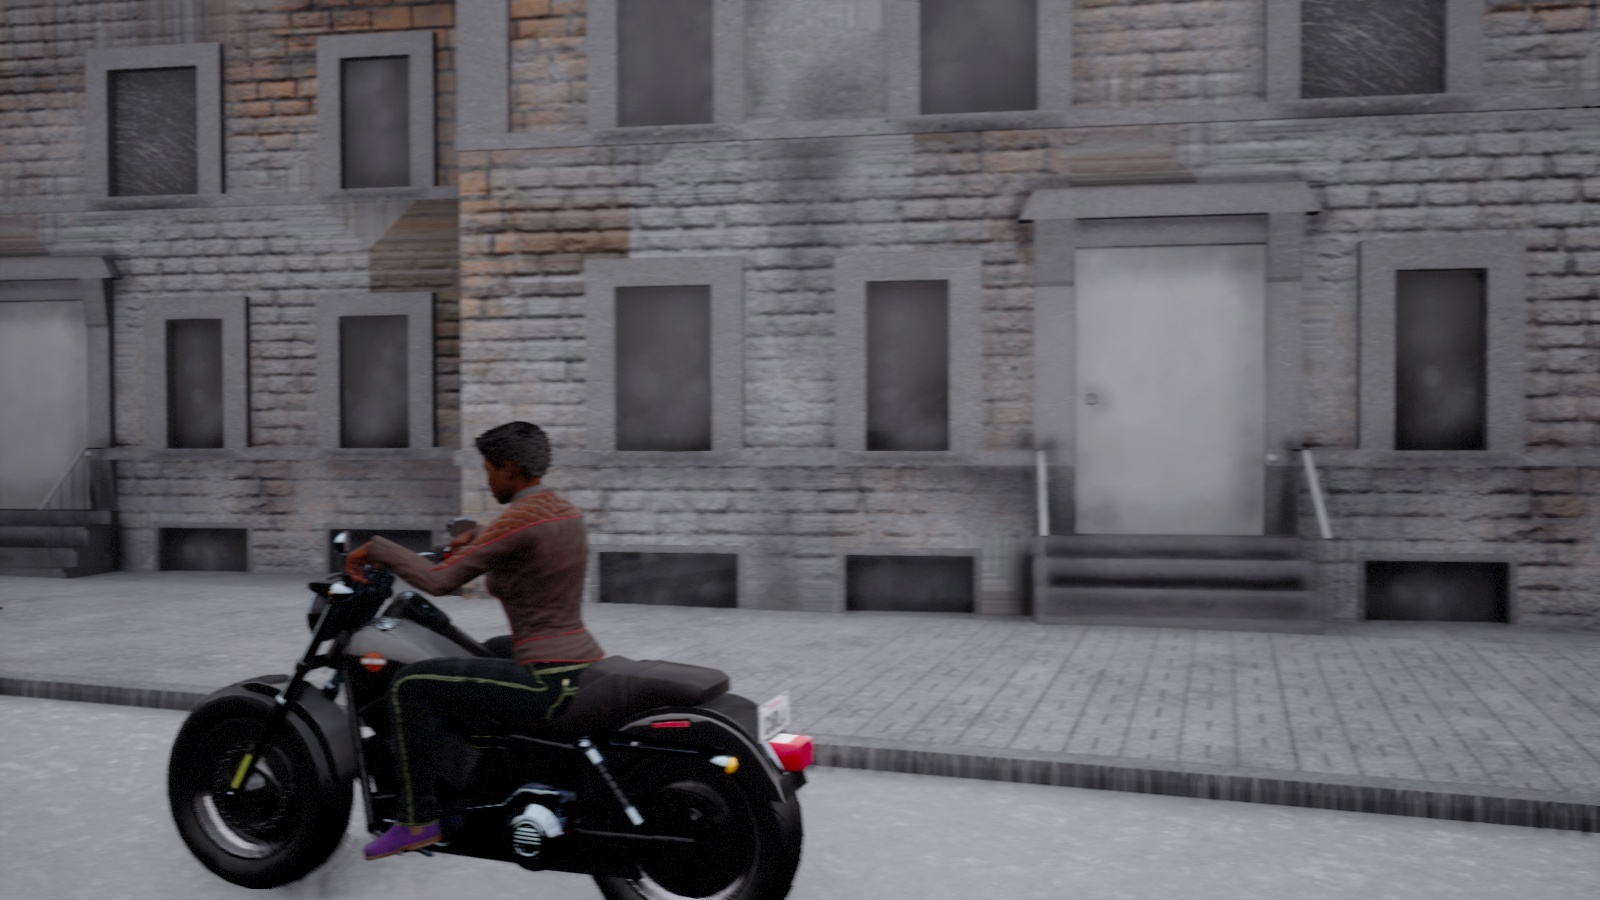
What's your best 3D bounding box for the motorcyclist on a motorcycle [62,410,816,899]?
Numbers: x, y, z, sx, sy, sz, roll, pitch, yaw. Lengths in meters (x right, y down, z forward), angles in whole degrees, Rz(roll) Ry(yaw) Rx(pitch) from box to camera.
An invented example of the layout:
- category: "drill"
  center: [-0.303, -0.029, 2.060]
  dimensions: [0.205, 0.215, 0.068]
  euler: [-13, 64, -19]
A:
- category: "motorcyclist on a motorcycle"
  center: [-1.184, 0.707, 4.118]
  dimensions: [2.350, 1.649, 0.766]
  euler: [0, 1, 19]
